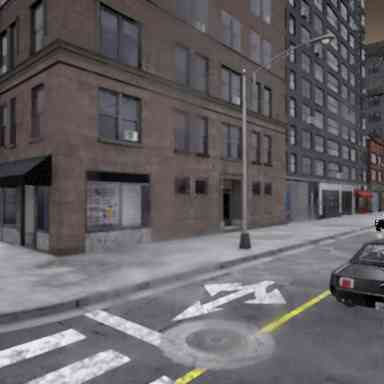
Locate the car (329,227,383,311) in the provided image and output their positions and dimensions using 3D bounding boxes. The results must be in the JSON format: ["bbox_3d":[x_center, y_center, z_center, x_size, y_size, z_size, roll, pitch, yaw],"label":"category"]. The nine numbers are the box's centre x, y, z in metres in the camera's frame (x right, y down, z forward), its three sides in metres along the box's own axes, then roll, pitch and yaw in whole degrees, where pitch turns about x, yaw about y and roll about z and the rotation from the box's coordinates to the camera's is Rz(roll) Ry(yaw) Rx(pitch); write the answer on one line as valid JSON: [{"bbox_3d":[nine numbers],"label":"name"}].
[{"bbox_3d":[4.746,1.696,7.312,1.895,1.301,4.718,-1,-1,41],"label":"car"}]

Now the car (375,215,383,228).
[{"bbox_3d":[13.712,1.943,22.182,1.895,1.301,4.718,-1,-1,41],"label":"car"}]
